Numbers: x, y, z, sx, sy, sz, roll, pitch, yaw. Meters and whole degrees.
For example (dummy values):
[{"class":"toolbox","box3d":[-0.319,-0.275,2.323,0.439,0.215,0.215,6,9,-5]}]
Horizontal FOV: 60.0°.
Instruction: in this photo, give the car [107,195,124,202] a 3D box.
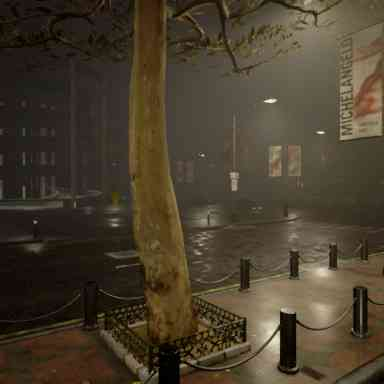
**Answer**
[{"class":"car","box3d":[-19.027,1.474,77.398,4.674,1.442,1.812,0,0,12]}]

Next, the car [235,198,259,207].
[{"class":"car","box3d":[8.013,1.564,49.576,1.994,1.385,4.181,0,0,-36]}]

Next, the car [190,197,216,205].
[{"class":"car","box3d":[1.861,1.547,58.039,2.033,1.411,5.357,0,0,-38]}]

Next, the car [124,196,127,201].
[{"class":"car","box3d":[-18.068,1.464,80.764,4.674,1.442,1.812,0,0,12]}]
